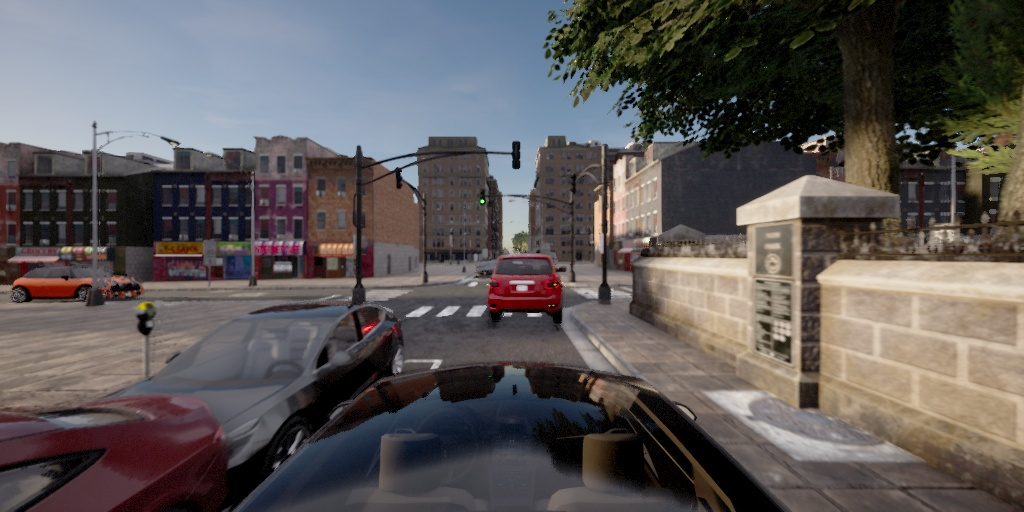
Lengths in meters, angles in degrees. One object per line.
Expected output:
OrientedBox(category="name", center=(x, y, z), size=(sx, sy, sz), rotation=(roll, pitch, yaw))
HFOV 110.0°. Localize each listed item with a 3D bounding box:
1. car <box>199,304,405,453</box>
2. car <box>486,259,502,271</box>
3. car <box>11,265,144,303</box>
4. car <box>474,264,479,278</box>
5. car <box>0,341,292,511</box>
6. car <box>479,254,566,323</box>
OrientedBox(category="car", center=(-2.637, 1.310, 4.359), size=(1.948, 1.339, 4.313), rotation=(0, 0, 0))
OrientedBox(category="car", center=(-2.280, 1.137, 47.278), size=(1.837, 1.490, 4.892), rotation=(0, 1, 0))
OrientedBox(category="car", center=(-20.703, 1.283, 17.238), size=(4.553, 1.767, 2.097), rotation=(-1, 0, 0))
OrientedBox(category="car", center=(-2.272, 1.173, 32.683), size=(1.837, 1.490, 4.892), rotation=(0, 1, 0))
OrientedBox(category="car", center=(-2.638, 1.334, 0.696), size=(1.802, 1.307, 4.207), rotation=(0, 0, 0))
OrientedBox(category="car", center=(0.653, 0.949, 12.301), size=(2.150, 2.045, 5.566), rotation=(-1, 0, 8))
